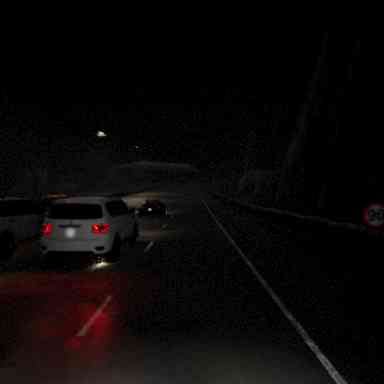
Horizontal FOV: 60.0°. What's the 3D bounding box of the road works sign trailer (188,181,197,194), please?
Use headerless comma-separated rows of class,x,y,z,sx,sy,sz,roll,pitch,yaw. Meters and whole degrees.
road works sign trailer,0.169,-1.239,89.864,2.380,3.560,2.880,0,2,0

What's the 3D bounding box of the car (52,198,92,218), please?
car,-10.367,1.308,29.180,1.812,1.442,4.674,0,1,0

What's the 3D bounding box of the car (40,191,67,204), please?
car,-20.970,0.768,50.533,2.097,1.767,4.553,0,1,0

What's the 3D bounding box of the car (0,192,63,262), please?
car,-6.912,1.178,12.090,2.150,2.045,5.566,0,1,1

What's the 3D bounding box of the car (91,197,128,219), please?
car,-6.874,1.299,28.254,1.837,1.490,4.892,0,1,0

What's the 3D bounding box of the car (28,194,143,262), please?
car,-3.412,1.178,12.092,2.150,2.045,5.566,0,1,1

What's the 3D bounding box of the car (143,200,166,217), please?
car,-3.370,1.349,28.751,1.994,1.385,4.181,0,1,0

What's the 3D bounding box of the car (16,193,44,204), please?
car,-24.469,0.945,50.417,1.812,1.442,4.674,0,1,0
